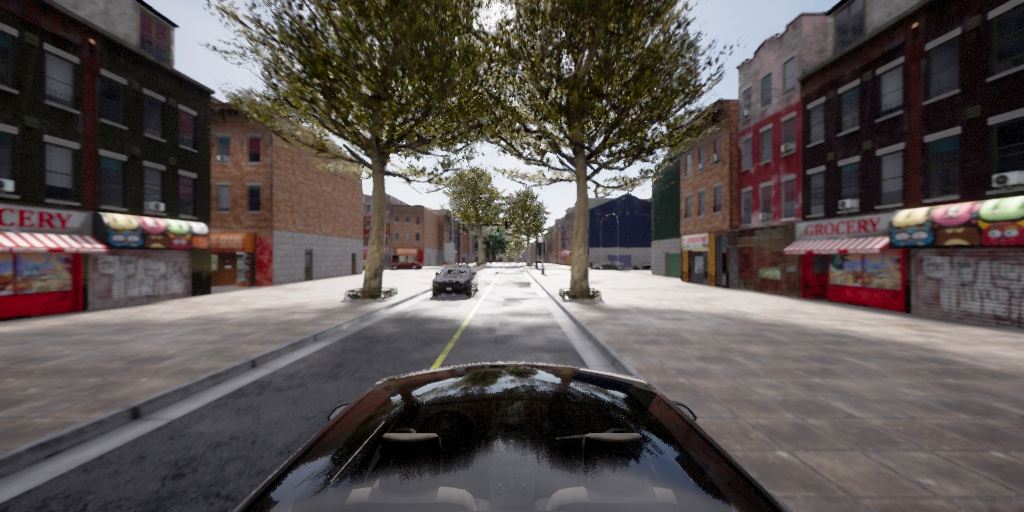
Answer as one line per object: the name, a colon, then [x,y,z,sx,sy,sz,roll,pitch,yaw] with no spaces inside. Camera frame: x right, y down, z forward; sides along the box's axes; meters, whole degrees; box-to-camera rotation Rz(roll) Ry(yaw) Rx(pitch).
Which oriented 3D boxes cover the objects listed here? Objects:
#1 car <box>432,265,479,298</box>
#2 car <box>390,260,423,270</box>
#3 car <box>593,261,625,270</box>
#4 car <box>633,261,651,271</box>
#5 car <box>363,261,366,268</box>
car: [-2.853,1.221,18.757,1.882,1.535,5.008,0,0,0]
car: [-15.087,1.276,51.383,4.507,1.381,1.888,0,0,0]
car: [13.942,1.374,51.561,4.403,1.370,2.007,0,0,0]
car: [19.617,1.413,51.596,4.313,1.339,1.948,0,0,0]
car: [-20.936,1.243,51.347,4.829,1.417,1.751,0,0,0]
